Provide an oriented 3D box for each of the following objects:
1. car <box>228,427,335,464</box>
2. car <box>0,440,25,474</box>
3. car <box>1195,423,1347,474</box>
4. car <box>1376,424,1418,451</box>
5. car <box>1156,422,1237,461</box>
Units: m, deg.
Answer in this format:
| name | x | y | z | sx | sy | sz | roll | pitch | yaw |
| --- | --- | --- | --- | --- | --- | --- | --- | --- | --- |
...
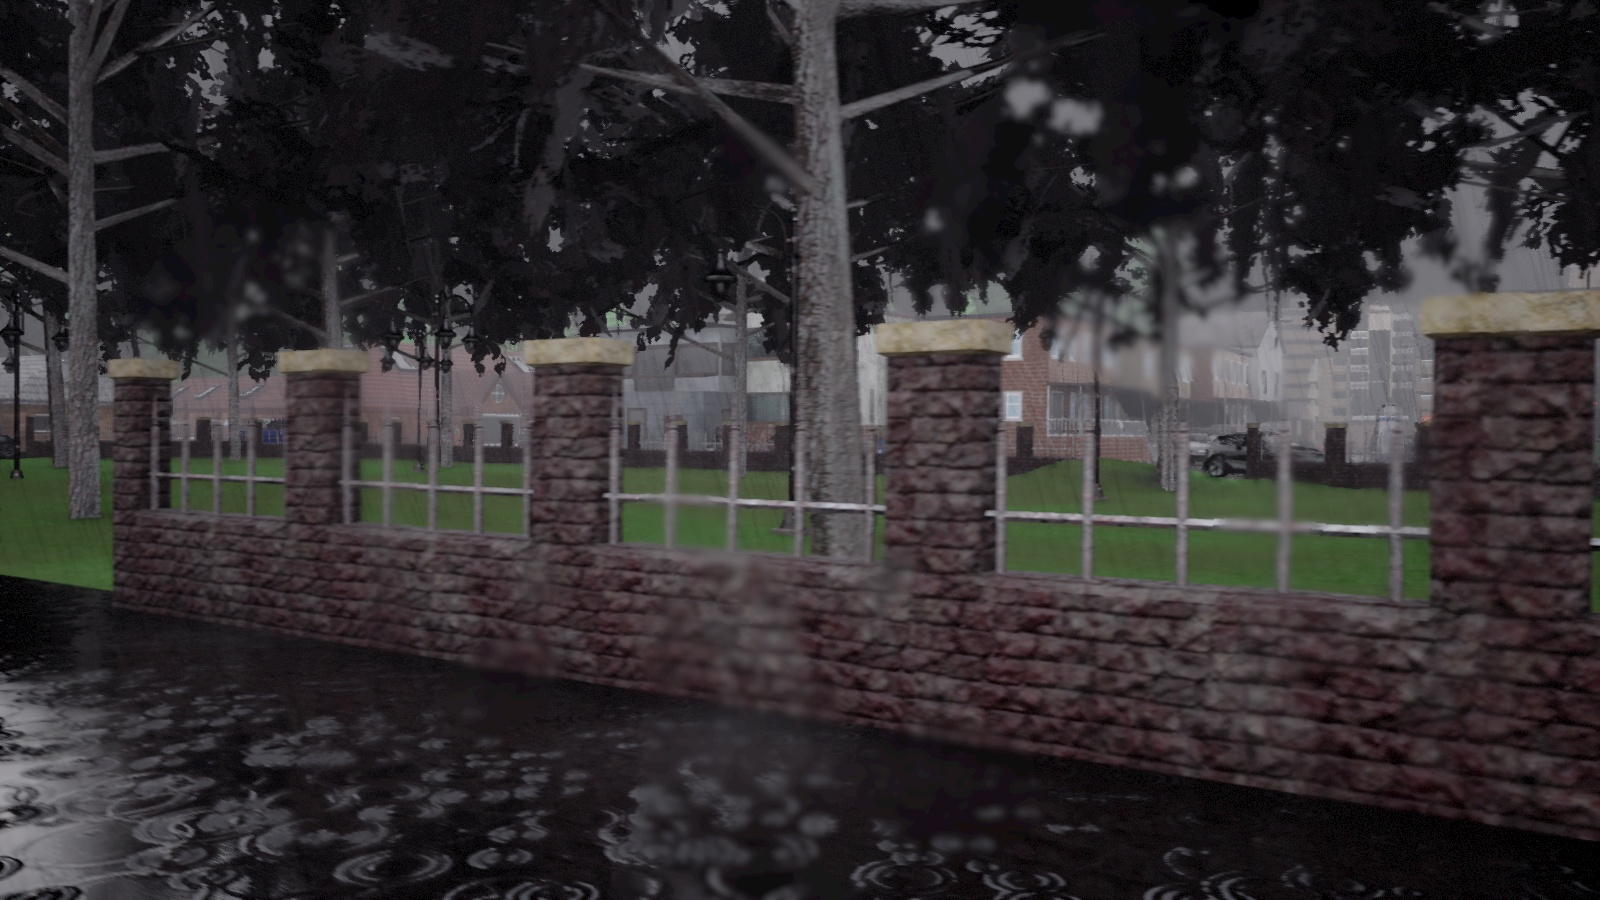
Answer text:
| name | x | y | z | sx | sy | sz | roll | pitch | yaw |
| --- | --- | --- | --- | --- | --- | --- | --- | --- | --- |
| car | -29.639 | -0.261 | 71.966 | 5.566 | 2.045 | 2.150 | -1 | 0 | -20 |
| car | -36.878 | 0.317 | 55.860 | 1.845 | 1.501 | 3.633 | 0 | 1 | 32 |
| car | 16.338 | -0.085 | 43.824 | 2.033 | 1.649 | 4.856 | -2 | 1 | -27 |
| car | 37.090 | -0.771 | 77.980 | 1.851 | 1.617 | 3.988 | 0 | 1 | 34 |
| car | 17.809 | -0.420 | 56.285 | 2.152 | 1.651 | 5.027 | 0 | 1 | 34 |
